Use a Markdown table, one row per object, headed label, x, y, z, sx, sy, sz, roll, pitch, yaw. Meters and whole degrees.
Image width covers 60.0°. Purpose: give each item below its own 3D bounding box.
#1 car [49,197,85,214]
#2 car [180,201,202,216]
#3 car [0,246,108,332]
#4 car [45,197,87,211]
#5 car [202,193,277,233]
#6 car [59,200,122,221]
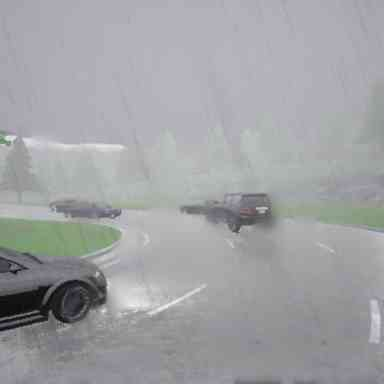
| label | x | y | z | sx | sy | sz | roll | pitch | yaw |
| --- | --- | --- | --- | --- | --- | --- | --- | --- | --- |
| car | -11.598 | 1.406 | 32.331 | 4.892 | 1.490 | 1.837 | -1 | 0 | 33 |
| car | 1.091 | 1.383 | 27.744 | 1.895 | 1.301 | 4.718 | -1 | 1 | -43 |
| car | -3.609 | 1.568 | 5.599 | 4.181 | 1.385 | 1.994 | -1 | 1 | -38 |
| car | -14.703 | 1.382 | 38.711 | 4.902 | 1.511 | 2.128 | -1 | 0 | 36 |
| car | 2.632 | 1.052 | 18.809 | 2.150 | 2.045 | 5.566 | 0 | 0 | -17 |
| car | -7.803 | 1.505 | 25.891 | 4.718 | 1.301 | 1.895 | 0 | 0 | 32 |
